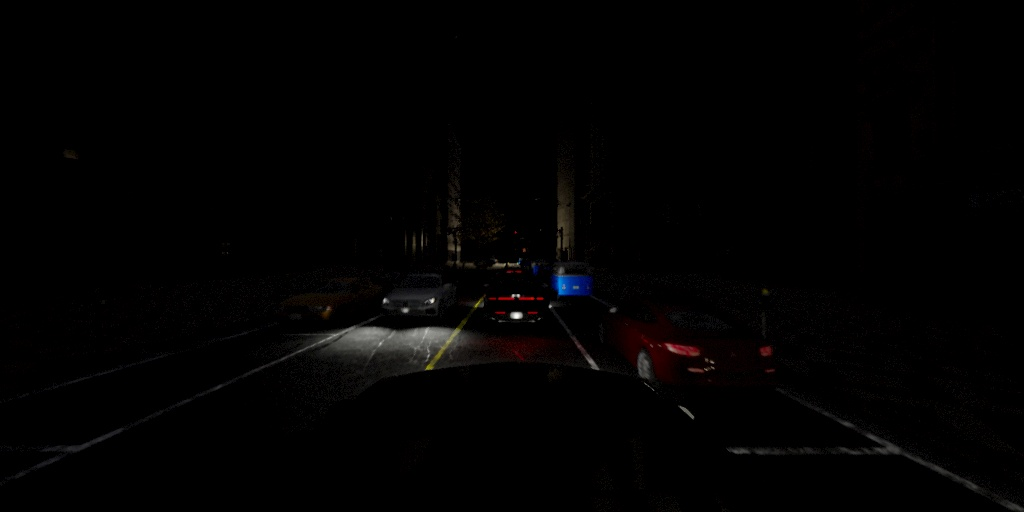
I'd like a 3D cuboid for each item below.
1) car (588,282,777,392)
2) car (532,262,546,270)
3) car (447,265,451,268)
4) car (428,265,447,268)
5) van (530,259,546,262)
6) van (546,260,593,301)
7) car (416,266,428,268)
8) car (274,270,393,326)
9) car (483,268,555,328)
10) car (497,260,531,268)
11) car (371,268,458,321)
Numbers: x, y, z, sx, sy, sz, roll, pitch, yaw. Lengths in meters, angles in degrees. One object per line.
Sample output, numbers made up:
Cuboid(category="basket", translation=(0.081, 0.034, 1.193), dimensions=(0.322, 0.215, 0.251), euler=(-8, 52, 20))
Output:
Cuboid(category="car", translation=(2.782, 1.351, 6.526), dimensions=(1.802, 1.307, 4.207), euler=(0, 0, 0))
Cuboid(category="car", translation=(2.849, 1.393, 28.625), dimensions=(1.888, 1.381, 4.507), euler=(0, 0, 0))
Cuboid(category="car", translation=(-5.706, 1.387, 28.668), dimensions=(1.888, 1.381, 4.507), euler=(0, 0, 0))
Cuboid(category="car", translation=(-5.721, 1.366, 23.143), dimensions=(1.888, 1.381, 4.507), euler=(0, 0, 0))
Cuboid(category="van", translation=(2.866, 1.210, 34.150), dimensions=(1.690, 1.789, 3.998), euler=(0, 0, 0))
Cuboid(category="van", translation=(2.815, 1.149, 17.576), dimensions=(1.690, 1.789, 3.998), euler=(0, 0, 0))
Cuboid(category="car", translation=(-5.736, 1.347, 17.618), dimensions=(1.888, 1.381, 4.507), euler=(0, 0, 0))
Cuboid(category="car", translation=(-5.751, 1.308, 11.922), dimensions=(1.751, 1.417, 4.829), euler=(0, 0, 0))
Cuboid(category="car", translation=(0.125, 1.288, 11.553), dimensions=(1.837, 1.490, 4.892), euler=(0, -1, 0))
Cuboid(category="car", translation=(0.170, 1.334, 27.680), dimensions=(2.128, 1.511, 4.902), euler=(0, 0, 0))
Cuboid(category="car", translation=(-3.081, 1.312, 12.727), dimensions=(1.812, 1.442, 4.674), euler=(0, 0, 0))
